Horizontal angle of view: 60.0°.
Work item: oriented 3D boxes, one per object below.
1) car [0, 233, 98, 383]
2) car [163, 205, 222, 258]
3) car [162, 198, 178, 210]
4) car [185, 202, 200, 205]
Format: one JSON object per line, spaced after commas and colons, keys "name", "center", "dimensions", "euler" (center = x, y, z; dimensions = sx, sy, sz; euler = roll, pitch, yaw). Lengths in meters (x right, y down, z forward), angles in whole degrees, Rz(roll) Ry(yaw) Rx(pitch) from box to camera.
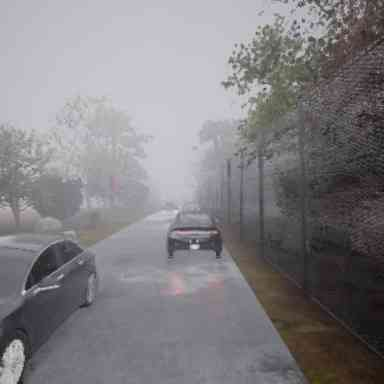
{"name": "car", "center": [-2.858, 1.497, 5.092], "dimensions": [1.837, 1.490, 4.892], "euler": [0, 0, 0]}
{"name": "car", "center": [0.078, 1.481, 12.722], "dimensions": [2.128, 1.511, 4.902], "euler": [0, 0, 0]}
{"name": "car", "center": [-3.020, 1.629, 46.922], "dimensions": [2.097, 1.767, 4.553], "euler": [0, -1, 0]}
{"name": "car", "center": [0.007, 1.627, 32.029], "dimensions": [2.033, 1.411, 5.357], "euler": [0, -1, 0]}
